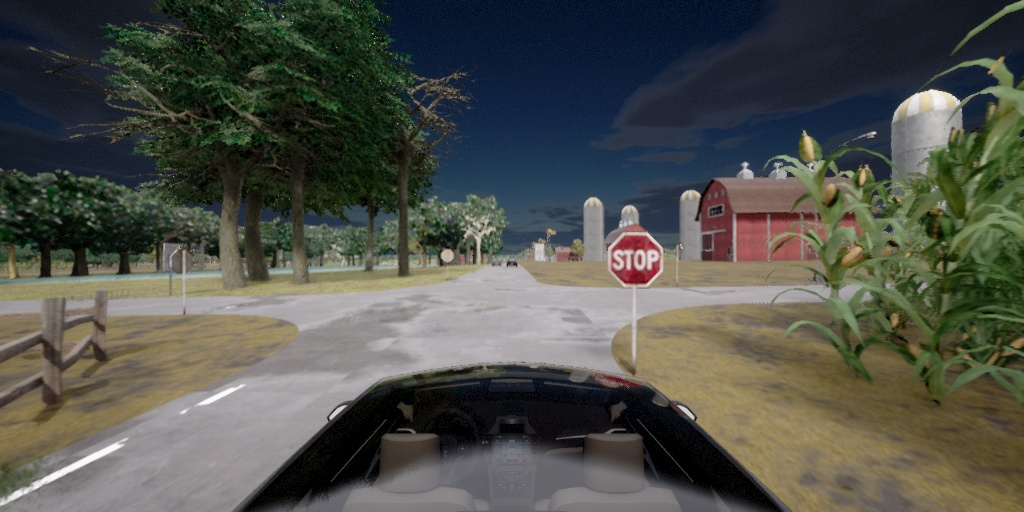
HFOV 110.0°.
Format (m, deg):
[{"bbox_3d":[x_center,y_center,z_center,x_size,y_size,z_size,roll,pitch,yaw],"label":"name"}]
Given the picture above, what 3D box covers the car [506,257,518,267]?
[{"bbox_3d":[0.009,1.139,61.578,1.882,1.535,5.008,0,0,0],"label":"car"}]
